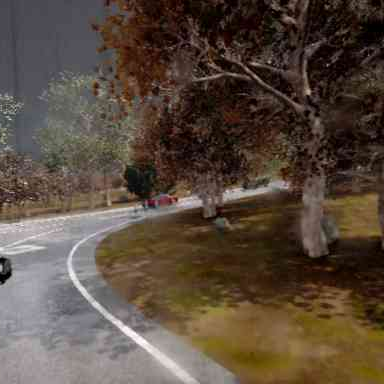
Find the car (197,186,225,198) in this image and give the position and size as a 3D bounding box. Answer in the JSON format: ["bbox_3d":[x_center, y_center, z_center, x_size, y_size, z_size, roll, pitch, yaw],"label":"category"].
[{"bbox_3d":[2.728,-0.054,46.271,1.837,1.490,4.892,-2,5,42],"label":"car"}]

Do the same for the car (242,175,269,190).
[{"bbox_3d":[10.430,-1.599,54.467,2.150,2.045,5.566,-2,5,45],"label":"car"}]

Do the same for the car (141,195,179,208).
[{"bbox_3d":[-3.701,1.032,38.409,1.895,1.301,4.718,-2,3,37],"label":"car"}]

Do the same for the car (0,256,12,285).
[{"bbox_3d":[-6.471,1.829,8.435,4.718,1.301,1.895,-2,0,40],"label":"car"}]
